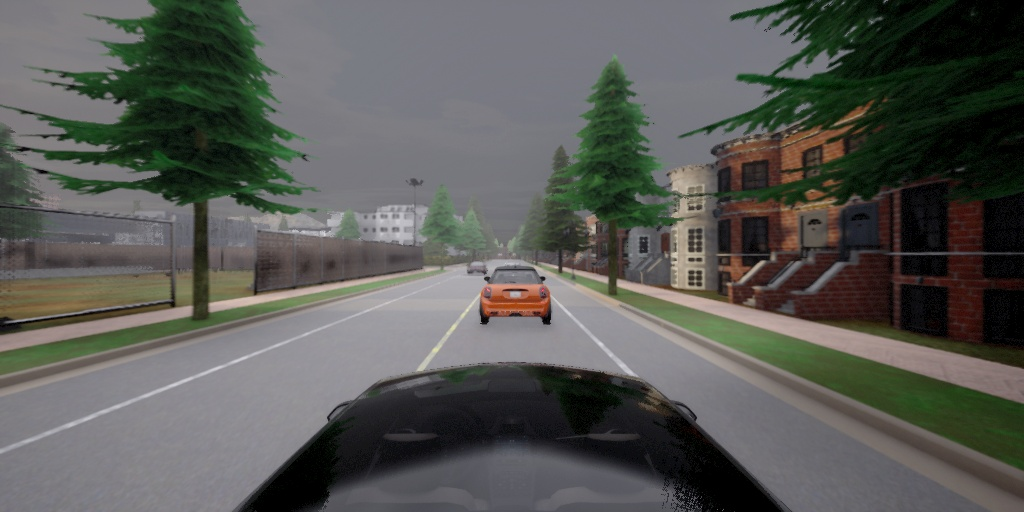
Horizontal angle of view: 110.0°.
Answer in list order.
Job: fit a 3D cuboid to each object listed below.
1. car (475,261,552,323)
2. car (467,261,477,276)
[{"bbox_3d":[0.098,1.101,12.195,2.097,1.767,4.553,0,0,0],"label":"car"},{"bbox_3d":[-3.579,1.273,37.396,1.812,1.442,4.674,0,0,0],"label":"car"}]
